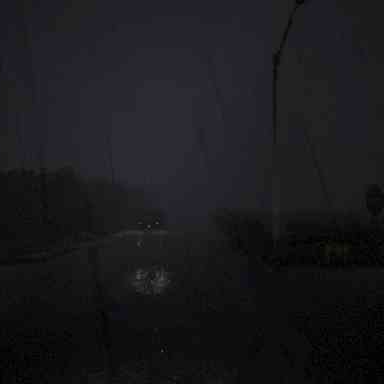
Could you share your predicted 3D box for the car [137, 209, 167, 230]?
[{"bbox_3d":[-2.948,2.098,25.326,1.837,1.490,4.892,0,1,0],"label":"car"}]
